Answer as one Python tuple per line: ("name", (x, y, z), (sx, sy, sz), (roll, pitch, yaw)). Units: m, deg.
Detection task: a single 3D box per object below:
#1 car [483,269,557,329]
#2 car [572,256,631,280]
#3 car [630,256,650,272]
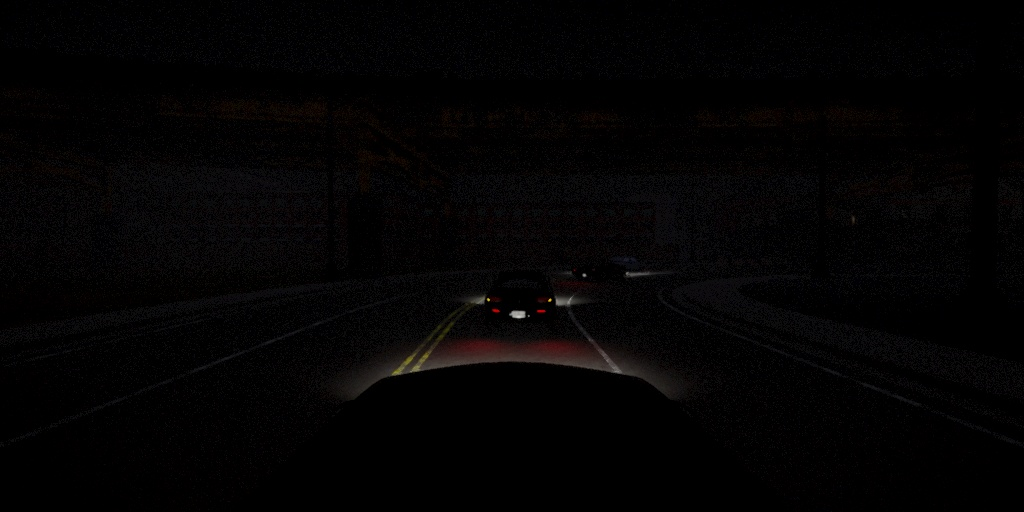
("car", (0.279, 1.096, 10.391), (1.812, 1.442, 4.674), (0, 1, 3))
("car", (6.043, 0.883, 24.350), (1.895, 1.301, 4.718), (1, 2, 41))
("car", (9.732, 0.681, 31.531), (5.357, 1.411, 2.033), (-1, 1, -30))
